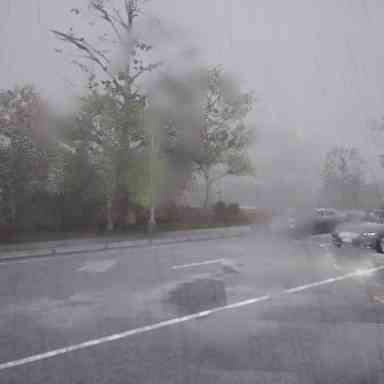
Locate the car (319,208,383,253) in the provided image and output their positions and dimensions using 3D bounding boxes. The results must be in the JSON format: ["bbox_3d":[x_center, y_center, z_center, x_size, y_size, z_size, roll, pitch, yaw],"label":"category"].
[{"bbox_3d":[7.712,1.502,13.582,4.902,1.511,2.128,0,0,-34],"label":"car"}]

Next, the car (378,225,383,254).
[{"bbox_3d":[6.931,1.572,8.560,4.181,1.385,1.994,0,0,-35],"label":"car"}]

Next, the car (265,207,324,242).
[{"bbox_3d":[5.747,1.501,16.477,4.902,1.511,2.128,0,0,-34],"label":"car"}]
